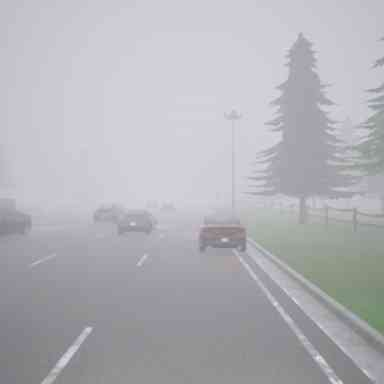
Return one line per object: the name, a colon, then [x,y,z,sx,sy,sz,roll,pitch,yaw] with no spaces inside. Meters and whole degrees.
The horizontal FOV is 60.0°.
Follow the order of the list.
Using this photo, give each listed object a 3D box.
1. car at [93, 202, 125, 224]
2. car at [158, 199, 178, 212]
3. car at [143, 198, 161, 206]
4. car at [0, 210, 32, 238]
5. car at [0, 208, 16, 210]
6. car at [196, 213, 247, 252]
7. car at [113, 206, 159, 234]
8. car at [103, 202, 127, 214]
car: [-6.891,1.849,28.164,2.128,1.511,4.902,0,-1,0]
car: [-3.398,2.132,47.872,1.812,1.442,4.674,0,-1,0]
car: [-6.881,2.230,58.234,2.128,1.511,4.902,0,-1,0]
car: [-10.395,1.824,17.576,1.895,1.301,4.718,0,-1,0]
car: [-13.893,1.857,24.448,2.033,1.411,5.357,0,-1,0]
car: [1.230,1.668,14.922,1.882,1.535,5.008,0,-1,0]
car: [-3.394,1.833,21.167,1.994,1.385,4.181,0,-1,0]
car: [-10.383,2.122,45.369,2.033,1.411,5.357,0,-1,0]
